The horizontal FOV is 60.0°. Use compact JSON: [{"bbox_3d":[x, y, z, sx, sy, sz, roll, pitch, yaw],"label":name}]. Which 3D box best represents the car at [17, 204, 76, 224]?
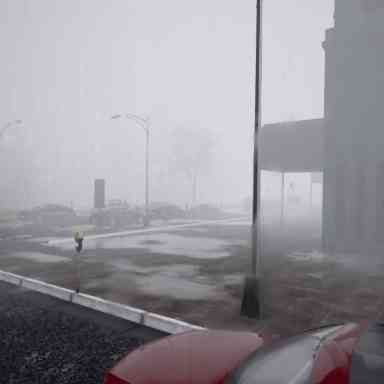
[{"bbox_3d":[-11.123,1.605,25.712,1.994,1.385,4.181,1,0,36],"label":"car"}]

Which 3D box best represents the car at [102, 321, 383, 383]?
[{"bbox_3d":[1.124,1.582,2.059,4.206,1.307,1.802,0,1,35],"label":"car"}]

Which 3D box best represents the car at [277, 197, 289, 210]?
[{"bbox_3d":[11.726,1.718,47.026,1.967,1.590,4.097,1,0,36],"label":"car"}]

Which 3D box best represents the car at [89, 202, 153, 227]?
[{"bbox_3d":[-5.199,1.694,23.788,2.008,1.369,4.403,1,0,36],"label":"car"}]

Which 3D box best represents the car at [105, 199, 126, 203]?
[{"bbox_3d":[-8.301,1.478,34.169,1.967,1.590,4.097,1,0,36],"label":"car"}]

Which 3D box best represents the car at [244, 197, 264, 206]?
[{"bbox_3d":[11.381,1.724,60.825,1.752,1.417,4.829,1,0,36],"label":"car"}]

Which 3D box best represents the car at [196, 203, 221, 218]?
[{"bbox_3d":[1.278,1.776,32.632,1.802,1.307,4.206,1,0,36],"label":"car"}]

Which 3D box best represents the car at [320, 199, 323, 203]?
[{"bbox_3d":[28.184,1.938,69.583,1.752,1.417,4.829,1,0,36],"label":"car"}]

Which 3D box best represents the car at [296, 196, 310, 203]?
[{"bbox_3d":[27.781,1.859,83.216,1.752,1.417,4.829,1,0,36],"label":"car"}]

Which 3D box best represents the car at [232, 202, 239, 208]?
[{"bbox_3d":[8.215,1.798,51.976,1.895,1.301,4.718,1,0,37],"label":"car"}]

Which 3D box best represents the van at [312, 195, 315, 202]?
[{"bbox_3d":[31.164,1.703,87.831,1.690,1.788,3.998,1,0,36],"label":"van"}]

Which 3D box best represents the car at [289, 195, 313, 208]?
[{"bbox_3d":[18.244,1.771,56.012,1.967,1.590,4.097,1,0,36],"label":"car"}]

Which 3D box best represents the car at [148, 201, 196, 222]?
[{"bbox_3d":[-1.960,1.734,28.211,1.947,1.339,4.313,1,0,36],"label":"car"}]

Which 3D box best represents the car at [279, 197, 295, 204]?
[{"bbox_3d":[21.322,1.846,74.396,1.947,1.339,4.313,1,0,36],"label":"car"}]

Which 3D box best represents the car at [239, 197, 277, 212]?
[{"bbox_3d":[8.474,1.567,42.528,2.192,1.841,5.009,1,0,36],"label":"car"}]
